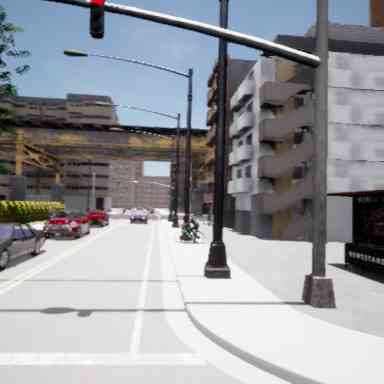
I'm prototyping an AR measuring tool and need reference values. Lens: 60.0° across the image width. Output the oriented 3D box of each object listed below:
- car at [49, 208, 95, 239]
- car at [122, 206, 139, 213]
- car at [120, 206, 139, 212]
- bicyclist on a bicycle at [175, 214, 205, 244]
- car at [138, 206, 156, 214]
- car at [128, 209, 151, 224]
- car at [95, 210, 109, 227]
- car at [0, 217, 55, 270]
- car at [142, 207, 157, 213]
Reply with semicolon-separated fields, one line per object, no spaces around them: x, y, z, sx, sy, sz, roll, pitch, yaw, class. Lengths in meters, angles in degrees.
-7.987;1.957;21.517;2.097;1.767;4.553;2;-2;-6;car
-13.319;3.855;70.890;2.038;1.542;4.974;1;-2;19;car
-13.297;3.700;70.945;1.853;1.218;4.536;1;-2;19;car
-0.106;2.012;18.128;1.656;1.620;0.582;2;-2;-6;bicyclist on a bicycle
-9.151;3.986;71.021;2.038;1.542;4.974;3;-3;-26;car
-6.072;2.928;38.270;1.895;1.301;4.718;2;-2;-6;car
-9.038;2.445;31.473;1.882;1.535;5.008;2;-2;-6;car
-6.997;1.810;12.131;2.033;1.411;5.357;2;-2;-6;car
-9.170;3.830;71.074;1.853;1.218;4.536;3;-3;-26;car
